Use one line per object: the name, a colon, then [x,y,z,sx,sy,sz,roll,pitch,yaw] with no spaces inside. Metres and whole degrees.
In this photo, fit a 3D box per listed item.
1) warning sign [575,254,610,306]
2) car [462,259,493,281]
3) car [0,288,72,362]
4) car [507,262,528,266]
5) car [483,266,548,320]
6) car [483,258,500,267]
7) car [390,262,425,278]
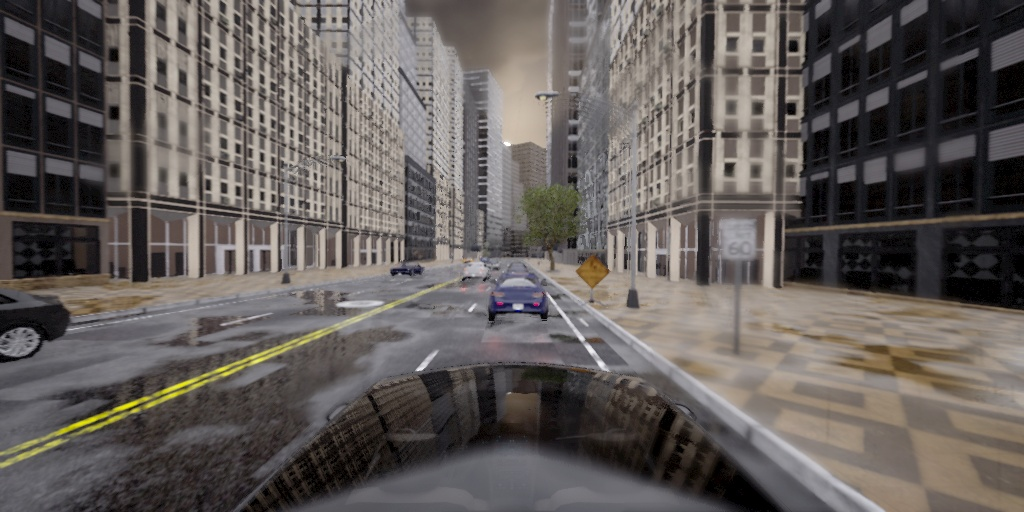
warning sign: [2.978,0.866,13.436,1.300,1.860,1.060,0,0,1]
car: [-2.804,1.199,28.732,1.812,1.442,4.674,0,0,1]
car: [-9.834,1.166,5.116,1.837,1.490,4.892,0,0,1]
car: [0.498,1.257,32.309,1.994,1.385,4.181,0,0,1]
car: [0.211,1.256,12.369,1.812,1.442,4.674,0,0,1]
car: [-2.537,1.238,48.086,1.895,1.301,4.718,0,0,1]
car: [-9.389,1.212,32.376,1.895,1.301,4.718,0,0,1]
